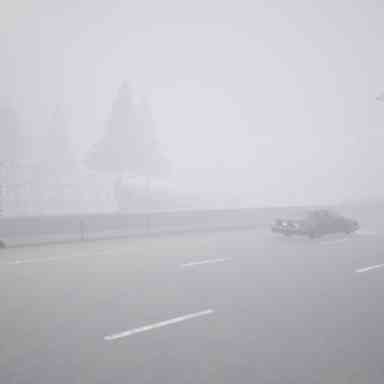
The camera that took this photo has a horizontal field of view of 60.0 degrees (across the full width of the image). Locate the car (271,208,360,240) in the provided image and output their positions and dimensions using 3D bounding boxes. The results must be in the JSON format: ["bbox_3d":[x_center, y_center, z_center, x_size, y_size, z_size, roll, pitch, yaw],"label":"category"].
[{"bbox_3d":[6.341,1.527,16.875,5.357,1.411,2.033,0,0,-36],"label":"car"}]

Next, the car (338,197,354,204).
[{"bbox_3d":[27.197,1.484,57.717,4.181,1.385,1.994,0,0,-35],"label":"car"}]

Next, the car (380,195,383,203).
[{"bbox_3d":[39.725,1.423,66.630,4.674,1.442,1.812,0,0,-36],"label":"car"}]

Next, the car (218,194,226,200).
[{"bbox_3d":[7.565,1.192,79.402,1.837,1.490,4.892,0,2,-11],"label":"car"}]

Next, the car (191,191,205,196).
[{"bbox_3d":[1.680,0.404,94.286,1.895,1.301,4.718,0,4,-29],"label":"car"}]

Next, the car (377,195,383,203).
[{"bbox_3d":[31.535,1.424,52.223,4.892,1.490,1.837,0,0,-35],"label":"car"}]

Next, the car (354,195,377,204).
[{"bbox_3d":[29.442,1.272,55.024,4.553,1.767,2.097,0,0,-35],"label":"car"}]

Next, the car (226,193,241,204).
[{"bbox_3d":[8.000,1.160,62.037,2.150,2.045,5.566,0,0,10],"label":"car"}]
